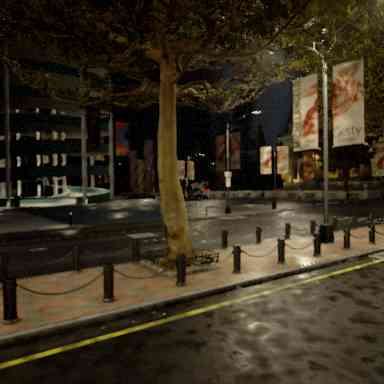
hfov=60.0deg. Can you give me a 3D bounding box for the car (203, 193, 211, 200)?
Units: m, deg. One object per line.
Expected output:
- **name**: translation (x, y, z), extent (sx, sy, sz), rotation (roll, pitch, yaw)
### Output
- **car**: translation (1.683, 0.833, 63.076), extent (2.128, 1.511, 4.902), rotation (-1, 1, -35)

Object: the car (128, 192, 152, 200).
- **car**: translation (-11.490, 0.797, 71.039), extent (4.553, 1.767, 2.097), rotation (0, 1, 34)

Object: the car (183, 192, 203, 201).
- **car**: translation (-0.517, 0.967, 60.032), extent (1.994, 1.385, 4.181), rotation (-1, 1, -36)

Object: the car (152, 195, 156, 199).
- **car**: translation (-10.200, 0.891, 74.356), extent (4.892, 1.490, 1.837), rotation (0, 1, 34)
